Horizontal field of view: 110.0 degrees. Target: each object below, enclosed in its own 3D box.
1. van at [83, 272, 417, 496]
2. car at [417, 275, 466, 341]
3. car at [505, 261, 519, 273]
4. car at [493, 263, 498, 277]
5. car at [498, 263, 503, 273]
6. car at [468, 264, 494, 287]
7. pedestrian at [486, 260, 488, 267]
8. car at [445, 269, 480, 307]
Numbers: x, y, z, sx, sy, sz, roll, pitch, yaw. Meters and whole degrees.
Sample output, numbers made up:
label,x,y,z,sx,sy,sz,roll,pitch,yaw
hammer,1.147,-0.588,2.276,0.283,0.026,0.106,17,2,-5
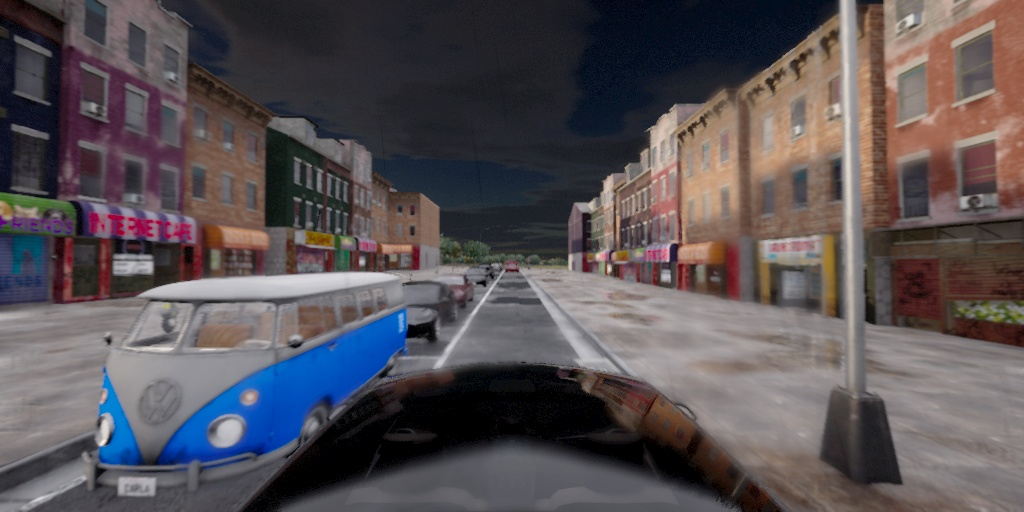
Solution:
label,x,y,z,sx,sy,sz,roll,pitch,yaw
van,-2.637,1.120,4.613,1.690,1.789,3.998,0,0,0
car,-2.638,1.392,10.160,1.948,1.339,4.313,0,0,0
car,0.027,1.801,54.592,1.994,1.385,4.181,0,-1,1
car,-2.755,1.540,37.130,1.837,1.490,4.892,0,-1,0
car,-2.644,1.786,54.470,2.007,1.370,4.403,0,0,0
car,-2.640,1.507,26.778,1.948,1.339,4.313,0,0,0
pedestrian,-2.755,1.359,40.090,0.375,1.860,0.375,-1,-1,0
car,-2.639,1.445,15.702,1.802,1.307,4.207,0,0,0
